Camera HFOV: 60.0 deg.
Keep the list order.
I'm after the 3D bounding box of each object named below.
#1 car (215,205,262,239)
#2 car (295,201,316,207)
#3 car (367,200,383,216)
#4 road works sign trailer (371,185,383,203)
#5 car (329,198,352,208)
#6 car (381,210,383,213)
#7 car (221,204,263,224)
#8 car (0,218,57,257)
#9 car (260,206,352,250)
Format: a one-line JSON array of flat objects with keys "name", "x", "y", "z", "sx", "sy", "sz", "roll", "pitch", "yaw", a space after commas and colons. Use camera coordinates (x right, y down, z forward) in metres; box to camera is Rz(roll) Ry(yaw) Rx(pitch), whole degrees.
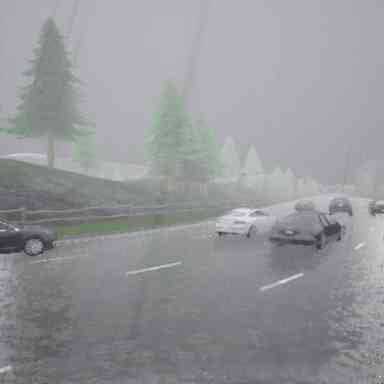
[{"name": "car", "x": 2.955, "y": 1.560, "z": 17.481, "sx": 1.812, "sy": 1.442, "sz": 4.674, "roll": 0, "pitch": 0, "yaw": 37}, {"name": "car", "x": 12.563, "y": 1.637, "z": 36.636, "sx": 1.895, "sy": 1.301, "sz": 4.718, "roll": 0, "pitch": 0, "yaw": 24}, {"name": "car", "x": 18.278, "y": 1.519, "z": 32.194, "sx": 1.812, "sy": 1.442, "sz": 4.674, "roll": 0, "pitch": 0, "yaw": 24}, {"name": "road works sign trailer", "x": 32.758, "y": 0.449, "z": 57.138, "sx": 2.380, "sy": 3.560, "sz": 2.880, "roll": 0, "pitch": 0, "yaw": 23}, {"name": "car", "x": 15.408, "y": 1.367, "z": 34.475, "sx": 2.097, "sy": 1.767, "sz": 4.553, "roll": 0, "pitch": 0, "yaw": 24}, {"name": "car", "x": 10.100, "y": 1.554, "z": 15.228, "sx": 1.994, "sy": 1.385, "sz": 4.181, "roll": 0, "pitch": 0, "yaw": 34}, {"name": "car", "x": 4.011, "y": 1.653, "z": 26.070, "sx": 1.895, "sy": 1.301, "sz": 4.718, "roll": 0, "pitch": 0, "yaw": 26}, {"name": "car", "x": -7.328, "y": 1.577, "z": 11.657, "sx": 4.892, "sy": 1.490, "sz": 1.837, "roll": 0, "pitch": 0, "yaw": -37}, {"name": "car", "x": 5.175, "y": 1.562, "z": 14.496, "sx": 2.033, "sy": 1.411, "sz": 5.357, "roll": 0, "pitch": 0, "yaw": 37}]
